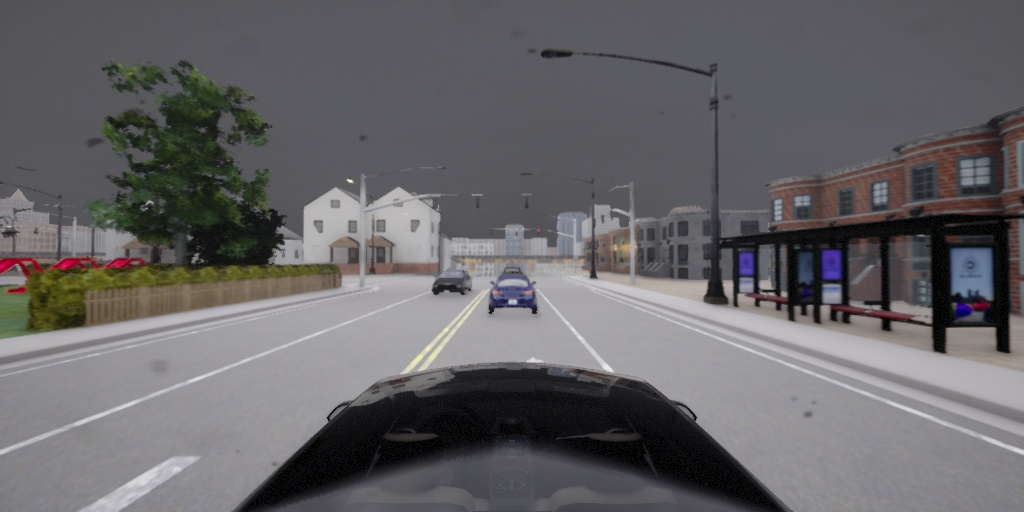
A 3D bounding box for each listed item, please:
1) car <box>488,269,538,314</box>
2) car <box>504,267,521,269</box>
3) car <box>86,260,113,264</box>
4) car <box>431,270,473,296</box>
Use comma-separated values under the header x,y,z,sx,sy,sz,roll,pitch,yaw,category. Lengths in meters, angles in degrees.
x,y,z,sx,sy,sz,roll,pitch,yaw,category
0.050,1.455,14.734,1.812,1.442,4.674,0,-1,1,car
0.045,1.633,29.122,1.837,1.490,4.892,0,0,1,car
-44.522,1.486,38.892,5.566,2.045,2.150,0,-1,0,car
-3.518,1.578,22.079,2.033,1.411,5.357,0,-1,0,car
